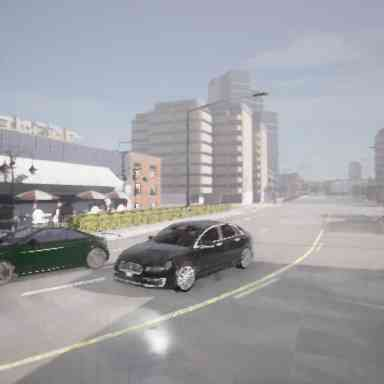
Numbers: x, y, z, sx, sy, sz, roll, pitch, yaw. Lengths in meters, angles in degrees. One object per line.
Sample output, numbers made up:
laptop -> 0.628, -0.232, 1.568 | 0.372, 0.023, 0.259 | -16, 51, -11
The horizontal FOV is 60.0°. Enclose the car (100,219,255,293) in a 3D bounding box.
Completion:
car -> 0.065, 1.585, 9.345 | 1.837, 1.490, 4.892 | 0, 0, 37

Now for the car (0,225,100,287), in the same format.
car -> -4.541, 1.684, 9.758 | 1.994, 1.385, 4.181 | -1, -1, 45
